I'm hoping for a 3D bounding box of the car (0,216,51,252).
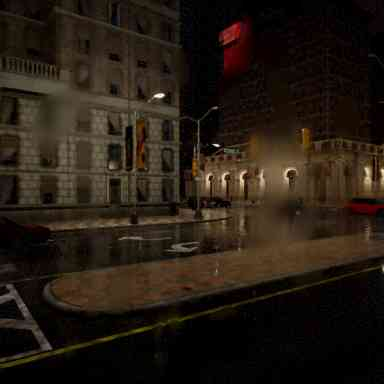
[{"bbox_3d":[-7.960,1.601,12.424,4.718,1.301,1.895,0,0,-35],"label":"car"}]

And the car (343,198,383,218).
[{"bbox_3d":[16.227,1.352,30.055,2.097,1.767,4.553,0,0,-36],"label":"car"}]

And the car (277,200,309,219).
[{"bbox_3d":[8.634,1.491,28.674,2.128,1.511,4.902,0,0,4],"label":"car"}]

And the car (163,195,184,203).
[{"bbox_3d":[-3.987,1.513,70.862,2.128,1.511,4.902,0,0,-35],"label":"car"}]

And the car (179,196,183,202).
[{"bbox_3d":[-3.944,1.351,58.382,2.097,1.767,4.553,0,0,-35],"label":"car"}]

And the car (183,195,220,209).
[{"bbox_3d":[1.233,1.354,45.000,2.097,1.767,4.553,0,0,-35],"label":"car"}]

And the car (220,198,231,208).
[{"bbox_3d":[3.530,1.478,47.802,1.882,1.535,5.008,0,0,-36],"label":"car"}]
